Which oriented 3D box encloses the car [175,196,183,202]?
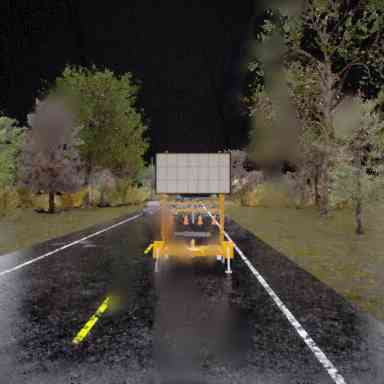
[{"bbox_3d":[-3.255,1.720,81.328,2.033,1.411,5.357,0,0,0],"label":"car"}]

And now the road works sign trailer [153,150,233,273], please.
[{"bbox_3d":[0.036,0.469,10.689,2.380,3.560,2.880,0,0,0],"label":"road works sign trailer"}]

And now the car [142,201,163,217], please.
[{"bbox_3d":[-3.507,1.557,31.349,1.812,1.442,4.674,0,0,0],"label":"car"}]
